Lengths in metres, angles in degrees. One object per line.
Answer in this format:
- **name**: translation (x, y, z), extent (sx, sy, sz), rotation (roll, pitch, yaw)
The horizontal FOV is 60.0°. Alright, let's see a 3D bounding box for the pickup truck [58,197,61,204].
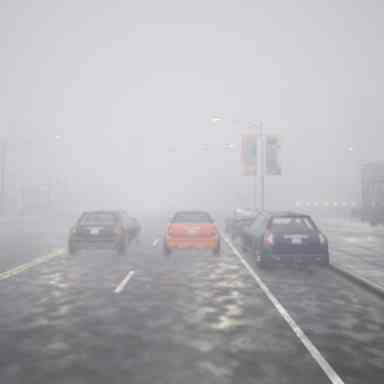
- **pickup truck**: translation (-28.575, 1.818, 78.752), extent (6.274, 2.098, 2.390), rotation (0, -1, 0)

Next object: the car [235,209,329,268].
- **car**: translation (3.044, 1.465, 11.849), extent (2.185, 1.767, 4.553), rotation (0, -1, 0)

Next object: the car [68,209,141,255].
- **car**: translation (-3.492, 1.481, 14.081), extent (2.097, 1.767, 4.553), rotation (0, -1, 0)

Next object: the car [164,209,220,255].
- **car**: translation (0.008, 1.481, 14.080), extent (2.097, 1.767, 4.553), rotation (0, -1, 0)

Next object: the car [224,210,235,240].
- **car**: translation (2.907, 1.650, 18.273), extent (2.097, 1.535, 5.008), rotation (0, -1, 0)
